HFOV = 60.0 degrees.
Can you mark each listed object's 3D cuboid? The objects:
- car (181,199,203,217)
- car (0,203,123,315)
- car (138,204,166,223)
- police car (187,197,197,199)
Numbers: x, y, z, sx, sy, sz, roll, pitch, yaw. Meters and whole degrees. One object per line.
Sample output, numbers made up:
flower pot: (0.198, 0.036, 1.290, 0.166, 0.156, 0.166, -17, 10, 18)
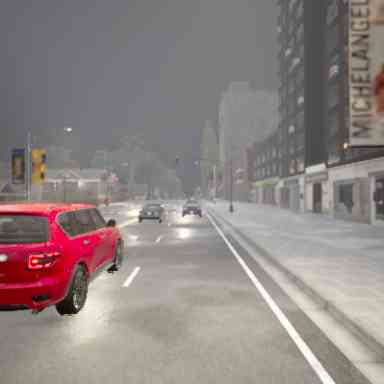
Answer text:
car: (0.003, 1.679, 32.460, 1.812, 1.442, 4.674, 0, -1, 0)
car: (-3.149, 1.254, 7.740, 2.150, 2.045, 5.566, 0, 0, 0)
car: (-3.150, 1.640, 26.793, 2.033, 1.411, 5.357, 0, 0, 0)
police car: (0.004, 1.737, 66.677, 2.038, 1.542, 4.974, 0, 0, 0)
